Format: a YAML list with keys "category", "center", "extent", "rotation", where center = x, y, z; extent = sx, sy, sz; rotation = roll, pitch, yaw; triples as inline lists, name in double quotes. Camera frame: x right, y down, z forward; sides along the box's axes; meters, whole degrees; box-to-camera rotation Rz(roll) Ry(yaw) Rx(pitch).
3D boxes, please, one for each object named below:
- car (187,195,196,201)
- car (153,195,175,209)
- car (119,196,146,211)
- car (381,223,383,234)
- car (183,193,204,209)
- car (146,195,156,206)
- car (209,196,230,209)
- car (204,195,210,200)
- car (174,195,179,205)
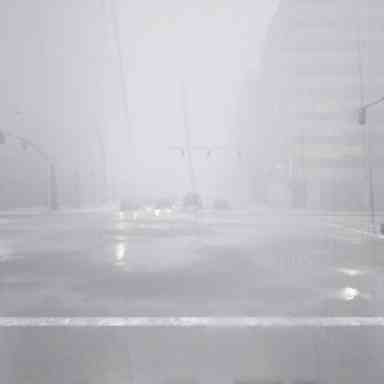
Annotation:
- category: "car"
  center: [-0.059, 1.307, 75.133]
  extent: [2.033, 1.411, 5.357]
  rotation: [0, 0, 0]
- category: "car"
  center: [-3.612, 1.465, 43.907]
  extent: [1.895, 1.301, 4.718]
  rotation: [0, 0, 0]
- category: "car"
  center: [-7.120, 1.230, 39.235]
  extent: [2.097, 1.767, 4.553]
  rotation: [0, 0, 0]
- category: "car"
  center: [10.598, 1.557, 14.073]
  extent: [4.718, 1.301, 1.895]
  rotation: [0, 0, -15]
- category: "car"
  center: [0.067, 1.090, 42.454]
  extent: [2.150, 2.045, 5.566]
  rotation: [0, 0, 0]
- category: "car"
  center: [-7.122, 1.443, 50.880]
  extent: [1.895, 1.301, 4.718]
  rotation: [0, 0, 0]
- category: "car"
  center: [3.567, 1.471, 41.790]
  extent: [1.895, 1.301, 4.718]
  rotation: [0, 0, 0]
- category: "car"
  center: [3.441, 1.361, 75.658]
  extent: [1.895, 1.301, 4.718]
  rotation: [0, 0, 0]
- category: "car"
  center: [-3.613, 1.313, 53.163]
  extent: [1.882, 1.535, 5.008]
  rotation: [0, 1, 0]
